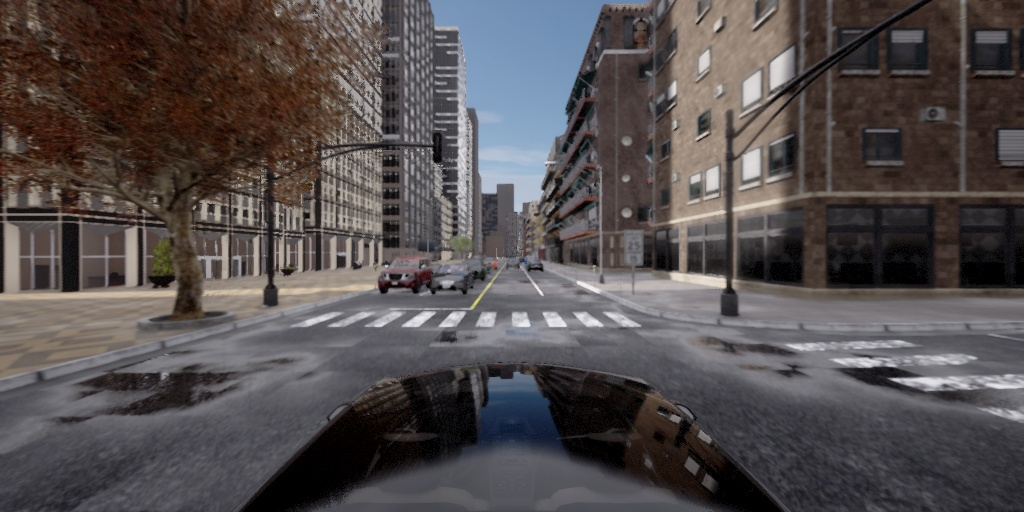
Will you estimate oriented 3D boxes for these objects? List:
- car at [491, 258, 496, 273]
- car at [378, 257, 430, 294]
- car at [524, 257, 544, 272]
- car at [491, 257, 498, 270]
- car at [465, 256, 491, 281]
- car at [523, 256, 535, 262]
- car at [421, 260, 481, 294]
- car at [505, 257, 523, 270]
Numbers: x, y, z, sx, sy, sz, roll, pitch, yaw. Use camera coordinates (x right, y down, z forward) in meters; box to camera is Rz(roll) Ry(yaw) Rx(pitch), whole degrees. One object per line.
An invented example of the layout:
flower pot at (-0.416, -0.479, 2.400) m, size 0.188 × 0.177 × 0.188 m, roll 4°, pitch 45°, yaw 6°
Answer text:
car at (-3.072, 1.201, 38.278) m, size 1.895 × 1.301 × 4.718 m, roll 0°, pitch 0°, yaw 0°
car at (-5.681, 0.988, 19.903) m, size 2.192 × 1.841 × 5.009 m, roll 0°, pitch 0°, yaw 0°
car at (2.713, 1.151, 41.989) m, size 1.948 × 1.339 × 4.313 m, roll 0°, pitch 0°, yaw 0°
car at (-3.021, 0.915, 48.294) m, size 2.097 × 1.767 × 4.553 m, roll 0°, pitch 0°, yaw 1°
car at (-3.082, 0.990, 28.559) m, size 2.097 × 1.767 × 4.553 m, roll 0°, pitch 0°, yaw 0°
car at (2.716, 1.091, 47.681) m, size 1.751 × 1.417 × 4.829 m, roll 0°, pitch 0°, yaw 0°
car at (-3.091, 1.167, 19.388) m, size 2.128 × 1.511 × 4.902 m, roll 0°, pitch 0°, yaw 0°
car at (0.130, 1.051, 49.277) m, size 2.128 × 1.511 × 4.902 m, roll 0°, pitch 0°, yaw 0°
